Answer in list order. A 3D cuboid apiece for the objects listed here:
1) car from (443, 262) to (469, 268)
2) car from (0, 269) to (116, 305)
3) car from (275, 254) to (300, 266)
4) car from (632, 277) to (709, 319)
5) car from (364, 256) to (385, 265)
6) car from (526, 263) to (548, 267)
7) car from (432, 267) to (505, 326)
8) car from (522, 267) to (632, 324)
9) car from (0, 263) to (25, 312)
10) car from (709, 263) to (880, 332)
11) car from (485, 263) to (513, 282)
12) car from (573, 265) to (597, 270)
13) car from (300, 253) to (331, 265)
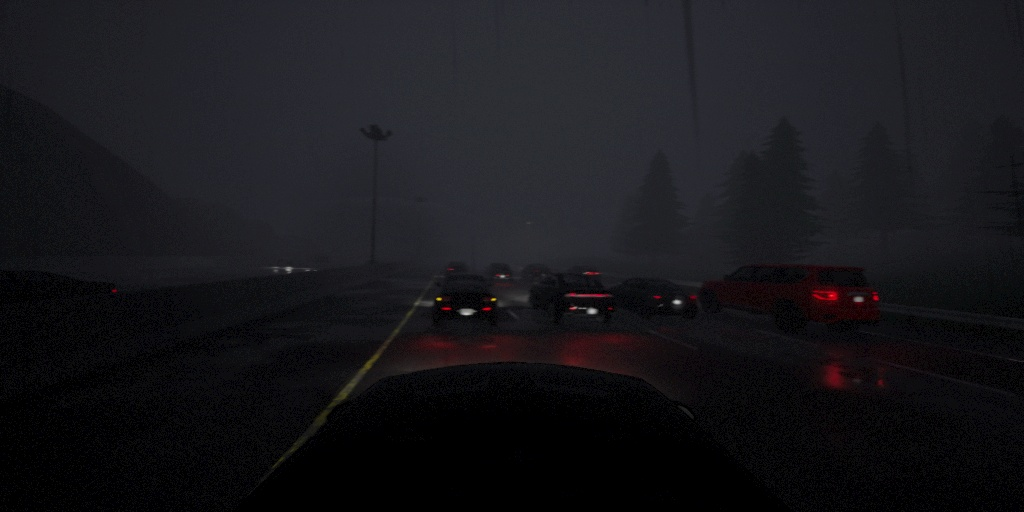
[{"bbox_3d":[-4.665,1.221,30.162,1.837,1.490,4.892,2,0,-10],"label":"car"},{"bbox_3d":[-11.715,0.979,7.737,2.033,1.411,5.357,2,0,-9],"label":"car"},{"bbox_3d":[-28.935,0.402,46.800,1.812,1.442,4.674,2,0,-10],"label":"car"},{"bbox_3d":[5.176,1.507,13.893,1.994,1.385,4.181,2,0,-9],"label":"car"},{"bbox_3d":[-18.587,0.691,48.557,1.895,1.301,4.718,2,0,-10],"label":"car"},{"bbox_3d":[2.148,1.397,31.834,1.882,1.535,5.008,2,0,-10],"label":"car"},{"bbox_3d":[-1.517,1.267,11.509,1.812,1.442,4.674,2,0,-9],"label":"car"},{"bbox_3d":[1.873,1.334,12.427,2.128,1.511,4.902,2,0,-9],"label":"car"},{"bbox_3d":[-15.401,0.892,8.614,1.994,1.385,4.181,2,0,-9],"label":"car"},{"bbox_3d":[8.988,1.270,12.382,2.150,2.045,5.566,2,0,-9],"label":"car"},{"bbox_3d":[-1.134,1.324,30.268,1.837,1.490,4.892,2,0,-10],"label":"car"},{"bbox_3d":[5.945,1.529,30.393,1.837,1.490,4.892,2,0,-10],"label":"car"},{"bbox_3d":[-25.483,0.354,47.396,2.128,1.511,4.902,2,0,-10],"label":"car"}]
